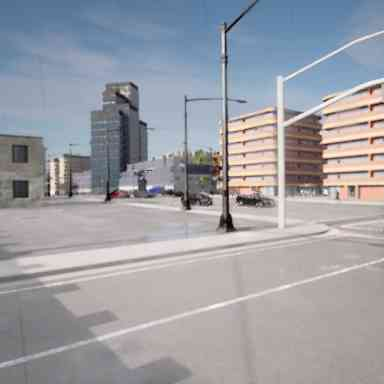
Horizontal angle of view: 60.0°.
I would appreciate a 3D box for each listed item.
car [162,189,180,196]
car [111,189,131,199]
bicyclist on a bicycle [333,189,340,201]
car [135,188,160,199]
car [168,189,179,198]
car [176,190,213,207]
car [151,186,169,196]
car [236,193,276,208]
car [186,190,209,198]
[{"bbox_3d":[-4.611,0.094,71.571,1.994,1.385,4.181,-1,1,-34],"label":"car"},{"bbox_3d":[-12.453,0.294,58.226,2.097,1.767,4.553,-1,2,-34],"label":"car"},{"bbox_3d":[20.028,0.447,45.979,1.656,1.620,0.582,-1,2,-34],"label":"bicyclist on a bicycle"},{"bbox_3d":[-8.244,0.481,58.234,2.033,1.411,5.357,-1,2,-34],"label":"car"},{"bbox_3d":[-1.858,0.349,61.448,1.837,1.490,4.892,-1,2,-34],"label":"car"},{"bbox_3d":[0.542,0.865,39.071,1.837,1.490,4.892,-1,2,-34],"label":"car"},{"bbox_3d":[-7.519,-0.181,69.615,2.150,2.045,5.566,-1,1,-34],"label":"car"},{"bbox_3d":[6.870,0.897,36.020,2.128,1.511,4.902,-1,1,-34],"label":"car"},{"bbox_3d":[1.027,0.394,63.333,1.895,1.301,4.718,-1,2,-34],"label":"car"}]
